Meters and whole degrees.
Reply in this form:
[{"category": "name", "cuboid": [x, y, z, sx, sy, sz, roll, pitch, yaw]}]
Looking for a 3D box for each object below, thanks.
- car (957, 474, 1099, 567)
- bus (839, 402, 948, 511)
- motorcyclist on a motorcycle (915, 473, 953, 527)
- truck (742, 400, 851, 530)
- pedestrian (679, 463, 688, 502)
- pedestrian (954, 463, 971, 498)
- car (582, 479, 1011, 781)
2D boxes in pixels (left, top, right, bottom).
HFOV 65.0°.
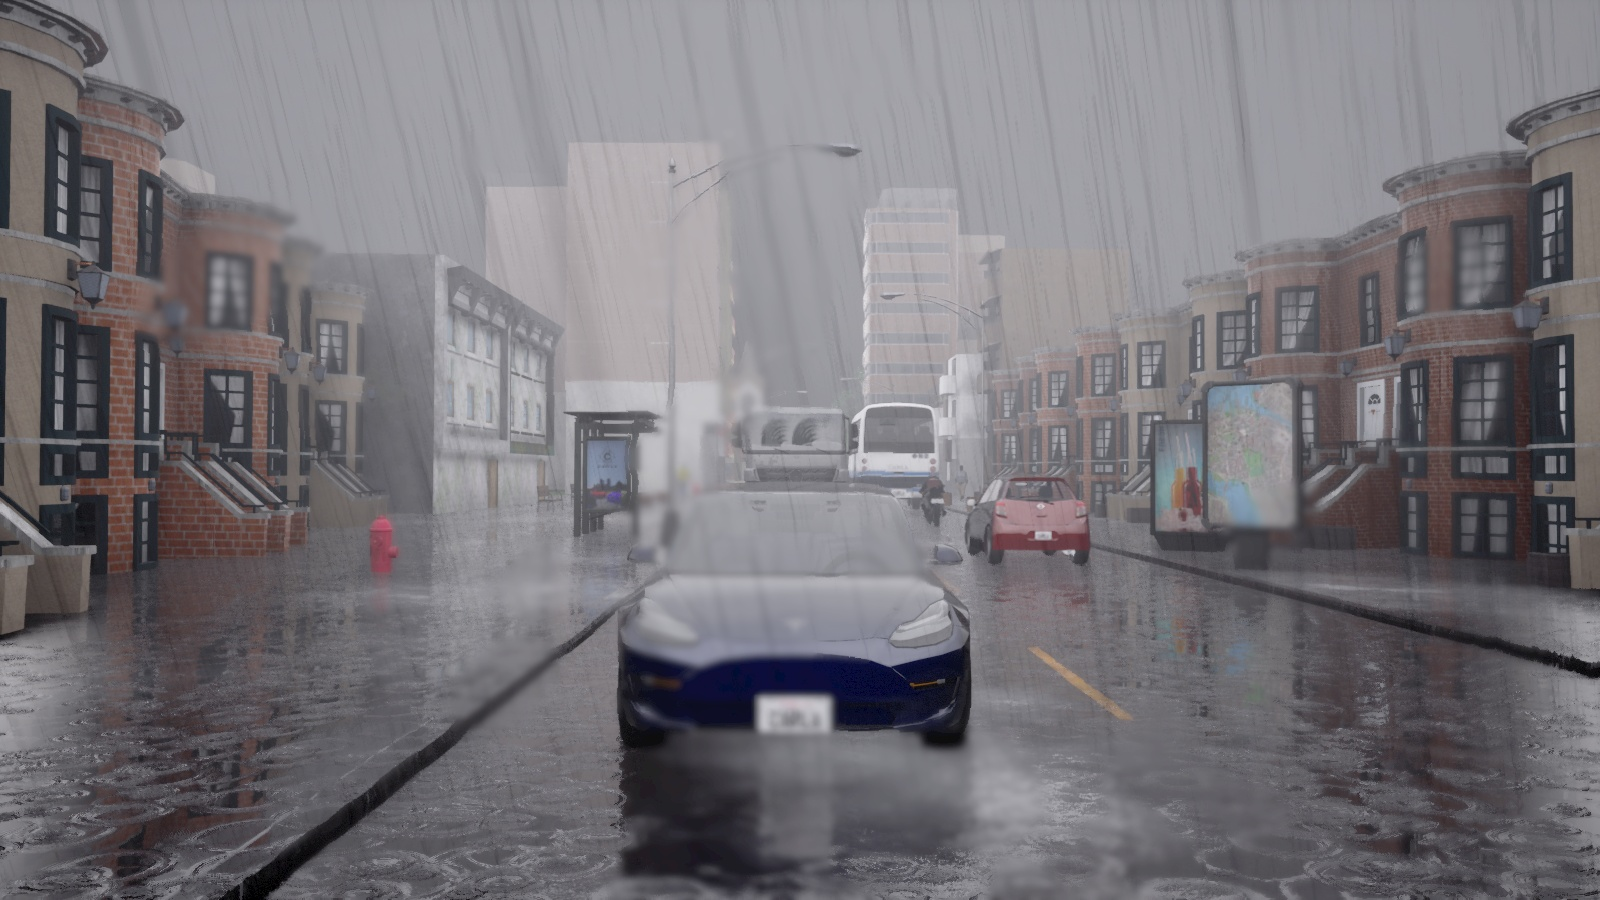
[{"category": "car", "cuboid": [3.940, 1.185, 22.249, 1.845, 1.501, 3.633, 0, -1, 0]}, {"category": "bus", "cuboid": [3.846, 0.337, 54.594, 3.944, 4.253, 10.273, 0, -1, 0]}, {"category": "motorcyclist on a motorcycle", "cuboid": [3.902, 1.450, 36.781, 0.866, 1.530, 2.191, 0, -1, 0]}, {"category": "truck", "cuboid": [-0.105, 0.460, 37.455, 2.891, 3.462, 7.936, 0, -1, 0]}, {"category": "pedestrian", "cuboid": [-5.574, 1.556, 60.247, 0.354, 1.836, 0.706, 0, -1, 0]}, {"category": "pedestrian", "cuboid": [8.459, 1.586, 65.432, 0.874, 1.855, 0.900, 0, -1, 7]}, {"category": "car", "cuboid": [-0.024, 0.961, 8.751, 2.163, 1.488, 4.792, 0, -1, 0]}]
